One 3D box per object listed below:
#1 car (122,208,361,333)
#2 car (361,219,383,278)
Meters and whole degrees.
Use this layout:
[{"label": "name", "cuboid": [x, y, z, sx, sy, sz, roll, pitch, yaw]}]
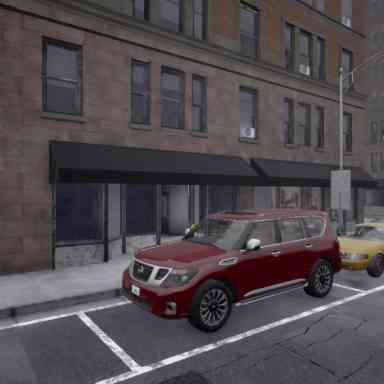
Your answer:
[{"label": "car", "cuboid": [1.112, 1.315, 6.990, 5.009, 1.841, 2.192, 0, 0, -35]}, {"label": "car", "cuboid": [5.597, 1.525, 10.185, 4.829, 1.417, 1.752, 0, 0, -35]}]
